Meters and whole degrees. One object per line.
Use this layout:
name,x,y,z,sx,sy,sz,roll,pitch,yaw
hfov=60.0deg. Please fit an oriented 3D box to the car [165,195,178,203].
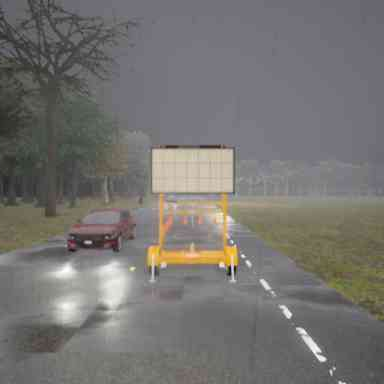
car,-3.465,1.298,55.038,1.812,1.442,4.674,0,0,0

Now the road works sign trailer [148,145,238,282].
road works sign trailer,0.021,0.454,9.663,2.380,3.560,2.880,0,0,0

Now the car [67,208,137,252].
car,-3.569,1.457,13.933,1.882,1.535,5.008,0,0,0
